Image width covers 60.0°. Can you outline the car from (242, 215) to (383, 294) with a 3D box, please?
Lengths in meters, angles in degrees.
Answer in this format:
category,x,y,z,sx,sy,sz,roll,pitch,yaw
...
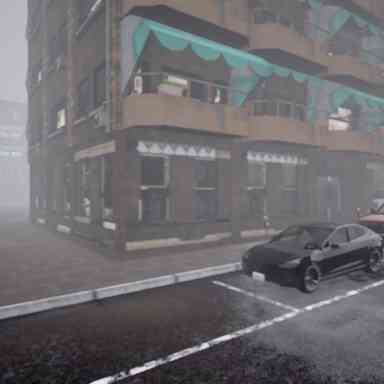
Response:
category,x,y,z,sx,sy,sz,roll,pitch,yaw
car,3.237,1.456,8.575,4.313,1.339,1.947,-1,1,-36

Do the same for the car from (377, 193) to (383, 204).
category,x,y,z,sx,sy,sz,roll,pitch,yaw
car,26.212,0.883,42.087,2.008,1.369,4.403,0,0,-35

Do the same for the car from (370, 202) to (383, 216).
category,x,y,z,sx,sy,sz,roll,pitch,yaw
car,7.829,1.123,11.855,5.009,1.841,2.192,-1,1,-36
